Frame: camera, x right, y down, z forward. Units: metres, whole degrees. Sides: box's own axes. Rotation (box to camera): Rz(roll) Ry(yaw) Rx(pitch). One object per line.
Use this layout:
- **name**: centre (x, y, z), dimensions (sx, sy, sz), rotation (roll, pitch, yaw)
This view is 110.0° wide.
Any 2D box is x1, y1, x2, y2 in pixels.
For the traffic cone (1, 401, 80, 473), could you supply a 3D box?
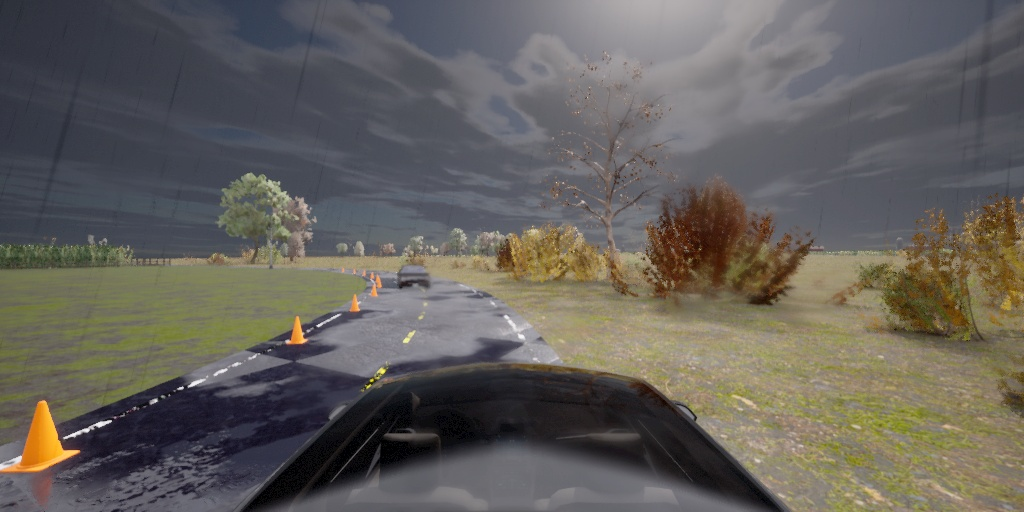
- **traffic cone**: centre (-4.547, 1.703, 3.471), dimensions (0.340, 0.580, 0.340), rotation (0, 0, -3)

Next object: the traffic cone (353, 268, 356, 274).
- **traffic cone**: centre (-17.269, 1.656, 39.274), dimensions (0.340, 0.580, 0.340), rotation (0, 0, -36)

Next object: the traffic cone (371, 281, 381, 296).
- **traffic cone**: centre (-6.813, 1.683, 17.719), dimensions (0.340, 0.580, 0.340), rotation (0, 0, -15)

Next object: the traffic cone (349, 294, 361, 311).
- **traffic cone**: centre (-5.709, 1.691, 13.030), dimensions (0.340, 0.580, 0.340), rotation (0, 0, -11)

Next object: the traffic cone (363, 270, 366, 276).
- **traffic cone**: centre (-14.555, 1.656, 35.295), dimensions (0.340, 0.580, 0.340), rotation (0, 0, -32)

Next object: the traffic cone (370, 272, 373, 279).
- **traffic cone**: centre (-12.140, 1.659, 31.126), dimensions (0.340, 0.580, 0.340), rotation (0, 0, -28)

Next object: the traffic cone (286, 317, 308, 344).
- **traffic cone**: centre (-4.952, 1.698, 8.272), dimensions (0.340, 0.580, 0.340), rotation (0, 0, -7)

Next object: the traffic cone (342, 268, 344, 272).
- **traffic cone**: centre (-20.268, 1.657, 43.046), dimensions (0.340, 0.580, 0.340), rotation (0, 0, -41)

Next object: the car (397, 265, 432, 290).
- **car**: centre (-6.225, 1.277, 22.573), dimensions (2.033, 1.411, 5.357), rotation (0, 0, -19)

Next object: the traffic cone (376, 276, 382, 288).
- **traffic cone**: centre (-8.258, 1.674, 22.315), dimensions (0.340, 0.580, 0.340), rotation (0, 0, -20)

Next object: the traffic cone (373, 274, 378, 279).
- **traffic cone**: centre (-10.037, 1.665, 26.792), dimensions (0.340, 0.580, 0.340), rotation (0, 0, -24)
